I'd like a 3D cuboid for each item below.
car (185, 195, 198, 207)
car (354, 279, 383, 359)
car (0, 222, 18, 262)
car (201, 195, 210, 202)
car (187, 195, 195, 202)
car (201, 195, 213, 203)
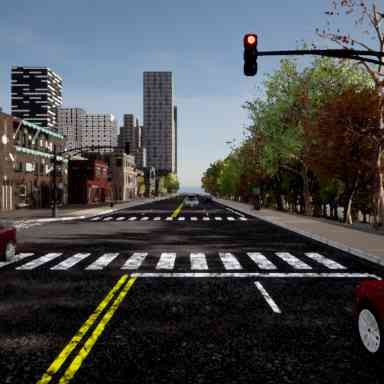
[{"bbox_3d":[-0.028,1.583,50.376,1.895,1.301,4.718,0,0,0],"label":"car"},{"bbox_3d":[3.342,1.477,2.948,1.882,1.535,5.008,0,0,0],"label":"car"},{"bbox_3d":[-6.583,1.477,9.164,1.882,1.535,5.008,1,0,-7],"label":"car"},{"bbox_3d":[3.059,1.470,76.308,1.837,1.490,4.892,0,0,0],"label":"car"},{"bbox_3d":[-0.196,1.469,77.366,1.837,1.490,4.892,0,0,0],"label":"car"},{"bbox_3d":[3.181,1.523,65.814,2.033,1.411,5.357,0,0,0],"label":"car"}]
